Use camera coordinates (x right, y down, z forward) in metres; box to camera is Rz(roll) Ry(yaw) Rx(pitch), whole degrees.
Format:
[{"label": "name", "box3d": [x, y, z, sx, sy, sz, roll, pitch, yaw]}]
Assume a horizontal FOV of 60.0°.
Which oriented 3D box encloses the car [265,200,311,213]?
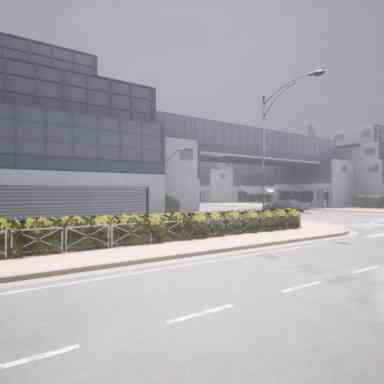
[{"label": "car", "box3d": [10.462, 1.544, 36.950, 2.033, 1.411, 5.357, 0, 0, -37]}]
